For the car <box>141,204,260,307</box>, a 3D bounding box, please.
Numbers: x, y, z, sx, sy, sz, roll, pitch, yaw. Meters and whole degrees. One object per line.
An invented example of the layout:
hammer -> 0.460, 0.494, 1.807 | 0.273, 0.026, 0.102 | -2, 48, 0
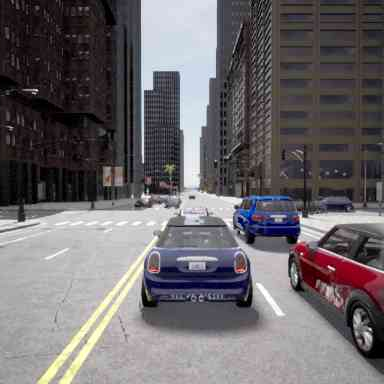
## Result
car -> 0.094, 1.348, 8.111 | 2.097, 1.767, 4.553 | 0, 0, 0

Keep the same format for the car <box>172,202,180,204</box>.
car -> 0.089, 1.480, 17.048 | 2.128, 1.511, 4.902 | 0, 0, 0

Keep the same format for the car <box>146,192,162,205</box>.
car -> -6.591, 1.314, 59.525 | 2.097, 1.767, 4.553 | 0, 0, 0

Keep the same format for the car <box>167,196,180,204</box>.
car -> -3.331, 1.509, 61.647 | 2.033, 1.411, 5.357 | 0, 0, 0

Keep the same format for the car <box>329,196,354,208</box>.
car -> 15.345, 1.278, 36.907 | 4.553, 1.767, 2.097 | 0, 1, -1

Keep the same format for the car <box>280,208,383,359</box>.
car -> 3.344, 1.349, 6.152 | 2.097, 1.767, 4.553 | 0, 0, 0

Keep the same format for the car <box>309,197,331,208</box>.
car -> 11.194, 1.499, 33.940 | 4.674, 1.442, 1.812 | 0, 1, 4

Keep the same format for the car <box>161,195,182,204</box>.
car -> -2.751, 1.495, 44.957 | 1.812, 1.442, 4.674 | 0, 0, -9

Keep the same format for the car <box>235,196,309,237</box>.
car -> 3.349, 1.211, 15.863 | 2.150, 2.045, 5.566 | 0, 0, -2

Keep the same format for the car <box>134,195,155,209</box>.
car -> -6.609, 1.532, 45.391 | 1.994, 1.385, 4.181 | 0, 0, 0

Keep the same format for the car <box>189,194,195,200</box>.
car -> -0.020, 1.458, 92.264 | 1.837, 1.490, 4.892 | 0, 0, 0

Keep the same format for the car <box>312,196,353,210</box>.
car -> 16.670, 1.324, 39.608 | 4.097, 1.590, 1.967 | 0, 1, 0

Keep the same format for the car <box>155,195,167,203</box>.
car -> -6.515, 1.484, 69.869 | 2.128, 1.511, 4.902 | 0, 0, 0

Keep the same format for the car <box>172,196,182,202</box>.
car -> -3.266, 1.553, 72.977 | 1.895, 1.301, 4.718 | 0, 0, 0

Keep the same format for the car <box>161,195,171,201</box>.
car -> -6.520, 1.471, 84.645 | 2.128, 1.511, 4.902 | 0, 0, 0
